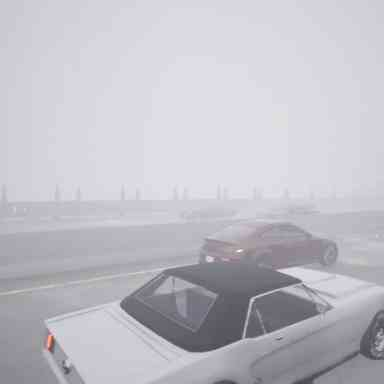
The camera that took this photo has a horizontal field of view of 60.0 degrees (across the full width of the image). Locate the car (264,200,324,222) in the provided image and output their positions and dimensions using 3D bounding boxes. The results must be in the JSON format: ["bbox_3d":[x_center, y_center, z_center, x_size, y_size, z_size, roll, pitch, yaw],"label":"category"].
[{"bbox_3d":[8.394,1.495,27.192,4.902,1.511,2.128,0,0,-35],"label":"car"}]

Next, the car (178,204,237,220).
[{"bbox_3d":[1.227,1.601,26.377,4.718,1.301,1.895,0,0,-36],"label":"car"}]

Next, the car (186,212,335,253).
[{"bbox_3d":[2.321,1.526,9.708,4.674,1.442,1.812,0,0,-36],"label":"car"}]

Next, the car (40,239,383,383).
[{"bbox_3d":[0.756,1.601,4.289,4.718,1.301,1.895,0,0,-36],"label":"car"}]

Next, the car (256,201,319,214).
[{"bbox_3d":[6.086,1.479,21.245,5.008,1.535,1.882,0,0,-36],"label":"car"}]
